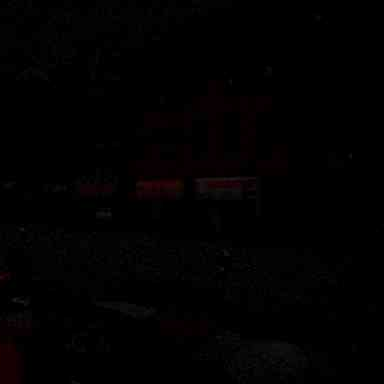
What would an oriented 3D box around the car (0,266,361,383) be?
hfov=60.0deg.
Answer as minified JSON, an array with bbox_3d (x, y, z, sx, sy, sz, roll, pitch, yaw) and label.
[{"bbox_3d":[-0.586,1.586,3.238,4.206,1.307,1.802,0,-1,36],"label":"car"}]
